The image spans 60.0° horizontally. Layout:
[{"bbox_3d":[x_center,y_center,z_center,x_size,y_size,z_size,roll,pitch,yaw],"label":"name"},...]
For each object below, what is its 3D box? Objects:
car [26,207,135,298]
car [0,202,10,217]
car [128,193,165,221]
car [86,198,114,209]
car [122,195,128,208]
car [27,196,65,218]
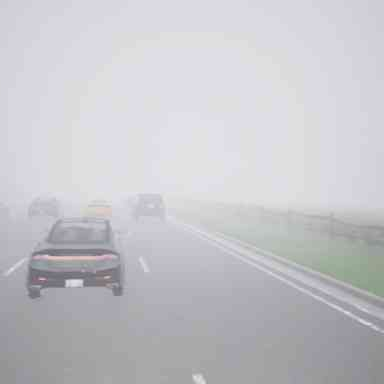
[{"bbox_3d":[-2.671,1.378,8.244,2.128,1.511,4.902,2,0,-14],"label":"car"},{"bbox_3d":[-13.227,1.044,21.322,1.895,1.301,4.718,2,0,-14],"label":"car"},{"bbox_3d":[-3.455,1.074,25.446,2.150,2.045,5.566,2,0,-15],"label":"car"},{"bbox_3d":[-7.168,1.173,25.891,1.882,1.535,5.008,2,0,-14],"label":"car"},{"bbox_3d":[-7.729,1.174,42.170,1.837,1.490,4.892,2,0,-14],"label":"car"},{"bbox_3d":[-10.131,1.064,23.345,2.128,1.511,4.902,2,0,-14],"label":"car"}]
